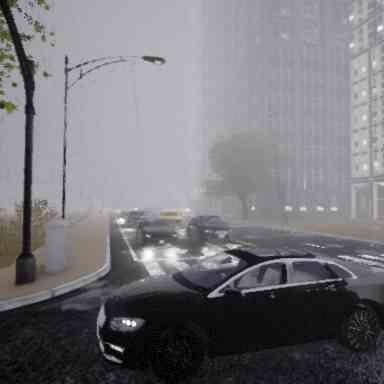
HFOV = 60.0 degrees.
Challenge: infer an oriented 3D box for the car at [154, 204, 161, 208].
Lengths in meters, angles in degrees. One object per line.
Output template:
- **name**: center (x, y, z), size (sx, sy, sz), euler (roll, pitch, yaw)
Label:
- **car**: center (-8.876, 4.517, 87.064), size (1.812, 1.442, 4.674), euler (1, -2, -14)

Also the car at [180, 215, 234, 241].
- **car**: center (0.998, 2.179, 20.112), size (2.128, 1.511, 4.902), euler (1, -2, -14)

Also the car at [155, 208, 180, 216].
- **car**: center (-2.138, 2.595, 32.711), size (1.882, 1.535, 5.008), euler (1, -2, -14)

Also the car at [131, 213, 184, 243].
- **car**: center (-2.143, 2.185, 19.272), size (2.033, 1.411, 5.357), euler (1, -2, -14)

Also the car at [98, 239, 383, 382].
- **car**: center (0.995, 1.712, 5.522), size (4.902, 1.511, 2.128), euler (0, -2, -16)

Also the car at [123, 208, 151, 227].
- **car**: center (-5.440, 2.594, 32.515), size (1.837, 1.490, 4.892), euler (1, -2, -14)

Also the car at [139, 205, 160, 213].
- **car**: center (-6.726, 3.249, 51.458), size (2.128, 1.511, 4.902), euler (1, -2, -13)

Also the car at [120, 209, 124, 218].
- **car**: center (-10.083, 3.339, 51.532), size (1.895, 1.301, 4.718), euler (1, -2, -14)
